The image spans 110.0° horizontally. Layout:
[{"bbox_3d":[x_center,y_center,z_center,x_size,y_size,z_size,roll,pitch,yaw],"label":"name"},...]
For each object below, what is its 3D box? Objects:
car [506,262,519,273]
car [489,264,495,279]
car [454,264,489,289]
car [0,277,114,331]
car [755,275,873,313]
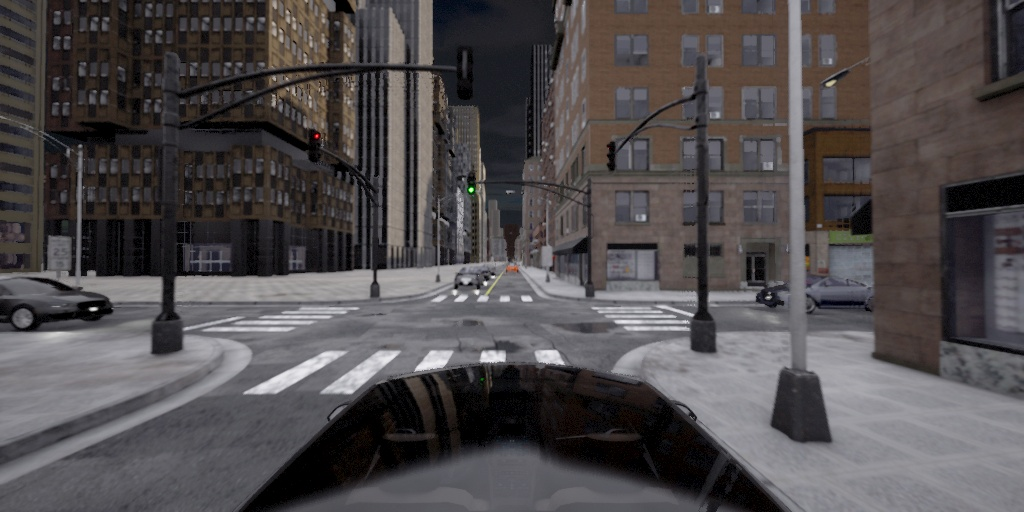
[{"bbox_3d":[0.081,1.850,59.375,2.097,1.767,4.553,0,-1,0],"label":"car"},{"bbox_3d":[-3.109,1.751,36.581,2.033,1.411,5.357,0,-1,0],"label":"car"},{"bbox_3d":[-3.106,1.566,26.647,2.128,1.511,4.902,0,-1,0],"label":"car"},{"bbox_3d":[-15.238,1.380,10.974,4.892,1.490,1.837,0,-1,0],"label":"car"},{"bbox_3d":[12.247,1.478,14.362,4.181,1.385,1.994,0,-1,-1],"label":"car"}]
